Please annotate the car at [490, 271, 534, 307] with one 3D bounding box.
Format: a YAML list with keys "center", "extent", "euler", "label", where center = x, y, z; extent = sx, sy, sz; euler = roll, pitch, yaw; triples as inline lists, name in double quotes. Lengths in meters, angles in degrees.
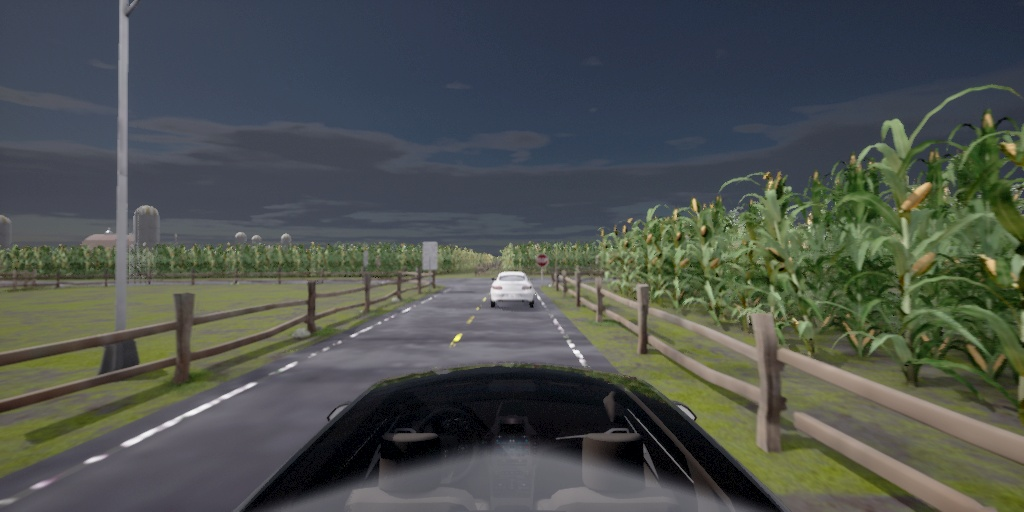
- center: [0.016, 1.412, 16.223]
  extent: [1.812, 1.442, 4.674]
  euler: [0, 0, 0]
  label: "car"
